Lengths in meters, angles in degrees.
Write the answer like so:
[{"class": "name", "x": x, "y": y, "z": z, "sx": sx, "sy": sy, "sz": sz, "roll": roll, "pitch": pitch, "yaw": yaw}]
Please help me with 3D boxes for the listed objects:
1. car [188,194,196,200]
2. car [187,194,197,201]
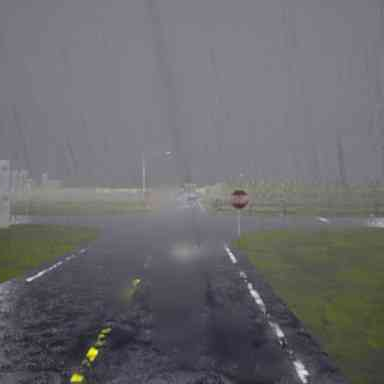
[{"class": "car", "x": -0.048, "y": 1.132, "z": 83.024, "sx": 1.994, "sy": 1.385, "sz": 4.181, "roll": 0, "pitch": 0, "yaw": 0}, {"class": "car", "x": -0.043, "y": 1.132, "z": 72.956, "sx": 2.097, "sy": 1.767, "sz": 4.553, "roll": 0, "pitch": 0, "yaw": 0}]
